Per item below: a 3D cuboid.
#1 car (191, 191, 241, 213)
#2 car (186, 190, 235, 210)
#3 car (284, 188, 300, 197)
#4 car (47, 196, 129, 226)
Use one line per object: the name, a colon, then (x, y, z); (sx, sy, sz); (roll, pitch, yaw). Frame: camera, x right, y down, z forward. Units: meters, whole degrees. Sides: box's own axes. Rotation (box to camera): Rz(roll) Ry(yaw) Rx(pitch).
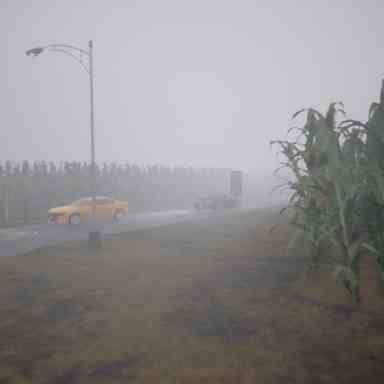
car: (2.079, 0.769, 26.126); (2.128, 1.511, 4.902); (0, 2, 36)
car: (1.828, 0.637, 30.585); (2.128, 1.511, 4.902); (0, 2, 36)
car: (14.951, -0.097, 48.246); (1.812, 1.442, 4.674); (0, 2, 37)
car: (-6.084, 1.050, 19.905); (1.882, 1.535, 5.008); (0, 2, 38)
